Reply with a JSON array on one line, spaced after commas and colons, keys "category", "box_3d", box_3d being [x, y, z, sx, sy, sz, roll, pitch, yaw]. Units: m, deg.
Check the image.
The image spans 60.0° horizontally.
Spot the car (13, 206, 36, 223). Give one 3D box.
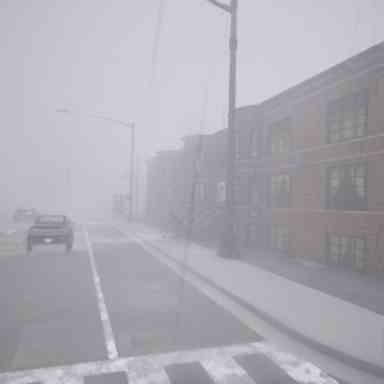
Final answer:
[{"category": "car", "box_3d": [-15.724, 2.128, 31.729, 2.128, 1.511, 4.902, 2, -2, -19]}]

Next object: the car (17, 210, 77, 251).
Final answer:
[{"category": "car", "box_3d": [-6.712, 1.851, 16.049, 2.128, 1.511, 4.902, 2, -2, -19]}]

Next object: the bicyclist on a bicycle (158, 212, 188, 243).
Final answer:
[{"category": "bicyclist on a bicycle", "box_3d": [-0.958, 1.841, 17.164, 1.656, 1.620, 0.582, 2, -2, -19]}]
